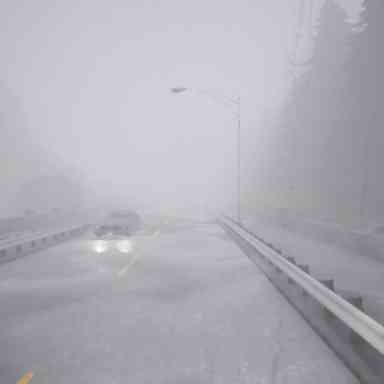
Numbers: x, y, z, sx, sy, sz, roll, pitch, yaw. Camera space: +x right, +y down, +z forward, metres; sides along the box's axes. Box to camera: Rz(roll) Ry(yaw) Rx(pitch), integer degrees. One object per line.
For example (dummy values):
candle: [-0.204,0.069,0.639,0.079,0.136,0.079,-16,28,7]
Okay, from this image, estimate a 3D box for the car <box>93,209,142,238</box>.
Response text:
car: [-4.012,1.678,18.929,2.033,1.411,5.357,0,0,0]
